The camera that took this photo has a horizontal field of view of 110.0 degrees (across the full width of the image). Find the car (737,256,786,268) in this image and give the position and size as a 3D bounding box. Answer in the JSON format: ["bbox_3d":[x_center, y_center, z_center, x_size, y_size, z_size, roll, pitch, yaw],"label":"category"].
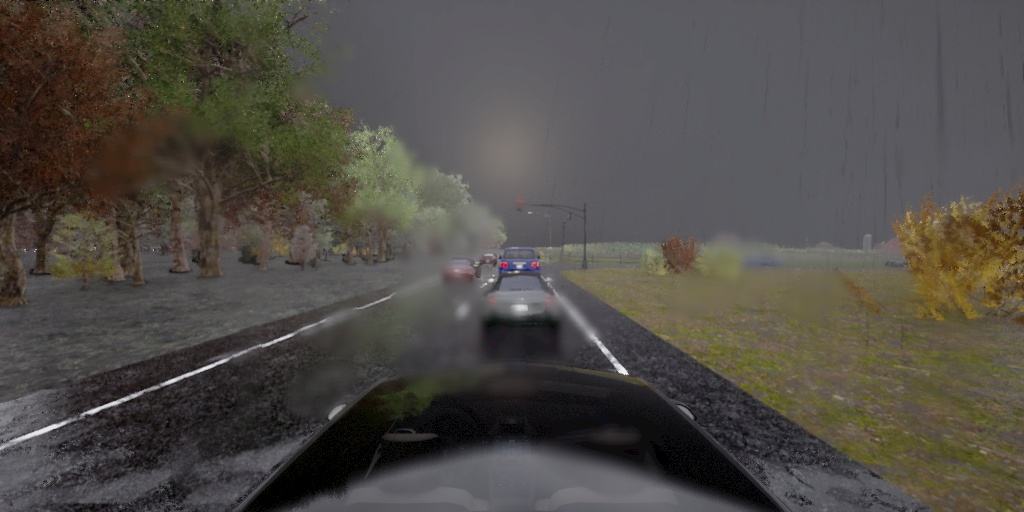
[{"bbox_3d":[29.406,0.670,42.662,5.357,1.411,2.033,1,0,1],"label":"car"}]

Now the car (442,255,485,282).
[{"bbox_3d":[-3.041,0.823,22.466,1.994,1.385,4.181,0,1,1],"label":"car"}]

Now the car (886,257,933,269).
[{"bbox_3d":[47.082,0.818,42.230,4.892,1.490,1.837,1,0,2],"label":"car"}]

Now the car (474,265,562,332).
[{"bbox_3d":[0.243,1.114,10.105,1.994,1.385,4.181,0,1,1],"label":"car"}]

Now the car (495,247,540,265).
[{"bbox_3d":[0.419,0.536,20.072,2.150,2.045,5.566,0,1,1],"label":"car"}]

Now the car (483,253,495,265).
[{"bbox_3d":[-2.685,0.301,42.821,1.812,1.442,4.674,0,2,1],"label":"car"}]

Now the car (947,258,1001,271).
[{"bbox_3d":[49.745,0.933,38.596,4.181,1.385,1.994,1,0,2],"label":"car"}]
